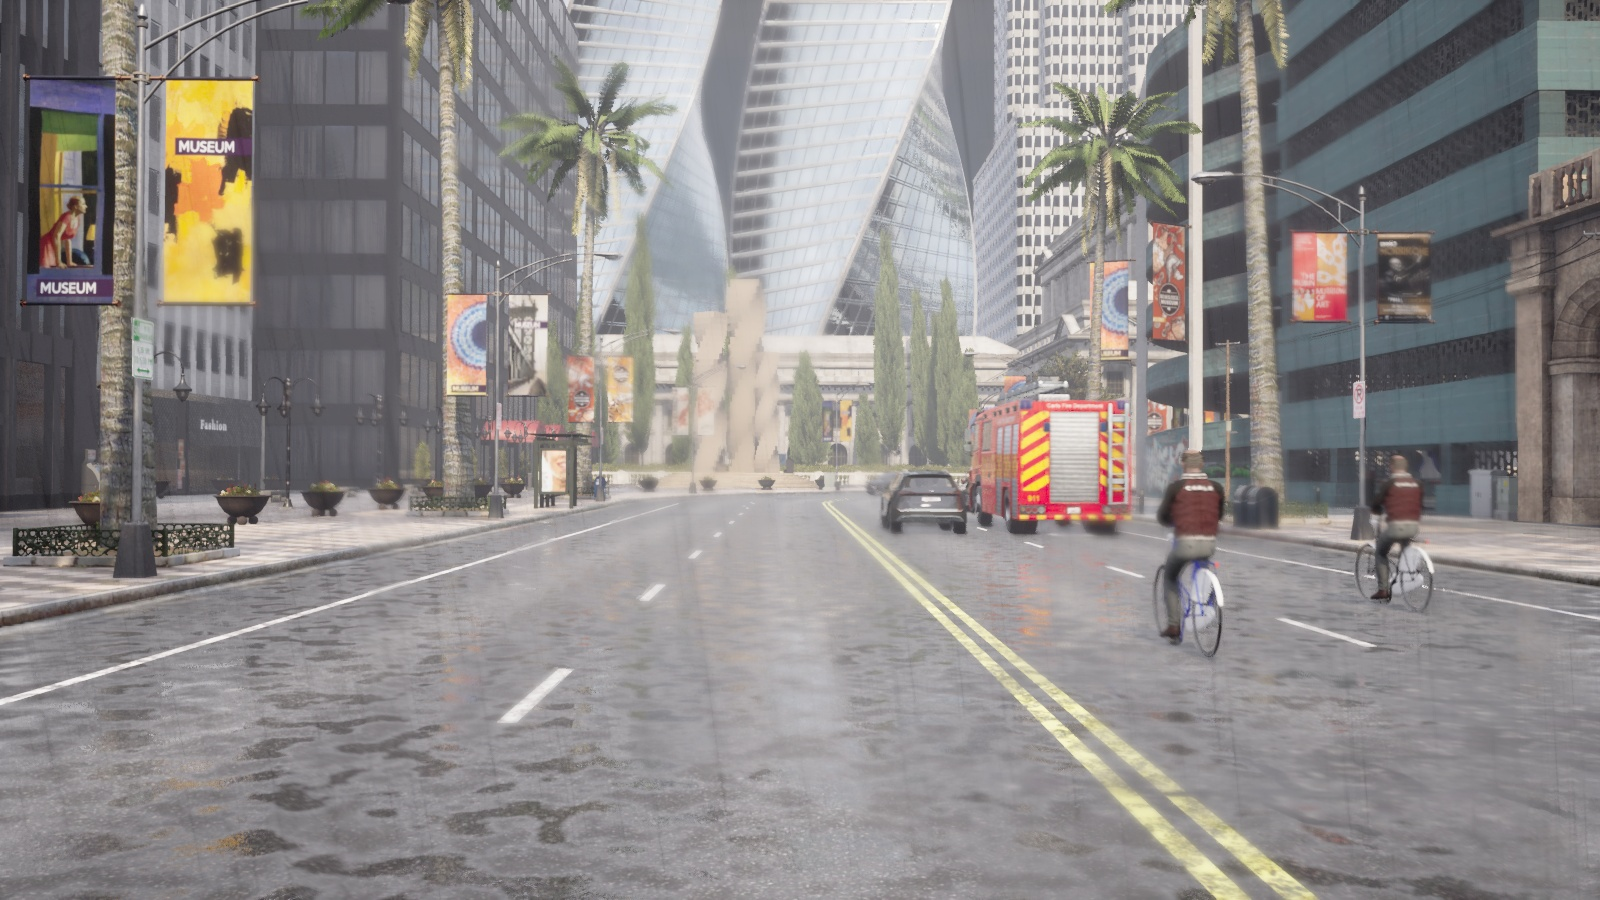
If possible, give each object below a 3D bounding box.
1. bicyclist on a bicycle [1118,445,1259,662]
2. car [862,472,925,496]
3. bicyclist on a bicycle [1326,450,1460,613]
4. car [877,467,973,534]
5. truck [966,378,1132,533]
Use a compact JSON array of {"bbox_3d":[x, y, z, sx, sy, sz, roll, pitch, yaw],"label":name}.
[{"bbox_3d":[3.418,0.859,11.205,0.659,1.776,1.843,0,-1,0],"label":"bicyclist on a bicycle"},{"bbox_3d":[6.066,2.154,81.102,1.837,1.490,4.892,-1,-1,34],"label":"car"},{"bbox_3d":[6.889,0.904,14.695,0.659,1.776,1.843,0,-1,0],"label":"bicyclist on a bicycle"},{"bbox_3d":[3.233,1.291,33.359,2.033,1.649,4.856,0,-1,0],"label":"car"},{"bbox_3d":[6.712,0.215,35.311,2.891,3.827,8.468,0,-1,0],"label":"truck"}]
